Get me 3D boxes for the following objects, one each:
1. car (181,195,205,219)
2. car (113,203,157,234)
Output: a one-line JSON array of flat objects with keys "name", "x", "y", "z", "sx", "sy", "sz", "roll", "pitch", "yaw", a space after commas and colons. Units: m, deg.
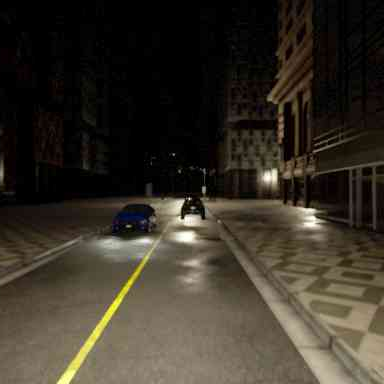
[{"name": "car", "x": 0.078, "y": 1.307, "z": 27.670, "sx": 2.033, "sy": 1.649, "sz": 4.856, "roll": 0, "pitch": 0, "yaw": 0}, {"name": "car", "x": -3.102, "y": 1.397, "z": 18.846, "sx": 1.882, "sy": 1.535, "sz": 5.008, "roll": 0, "pitch": 0, "yaw": 0}]
